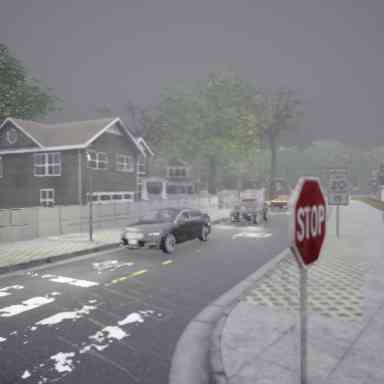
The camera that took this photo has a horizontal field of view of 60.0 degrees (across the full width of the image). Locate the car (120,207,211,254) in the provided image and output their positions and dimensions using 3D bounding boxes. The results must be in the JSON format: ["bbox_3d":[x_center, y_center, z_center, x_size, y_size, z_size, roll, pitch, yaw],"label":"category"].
[{"bbox_3d":[-0.867,1.386,13.326,2.128,1.511,4.902,0,0,27],"label":"car"}]

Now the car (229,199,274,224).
[{"bbox_3d":[4.086,1.298,23.211,1.837,1.490,4.892,0,1,25],"label":"car"}]

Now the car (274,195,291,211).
[{"bbox_3d":[9.621,1.091,35.476,1.882,1.535,5.008,0,1,23],"label":"car"}]
